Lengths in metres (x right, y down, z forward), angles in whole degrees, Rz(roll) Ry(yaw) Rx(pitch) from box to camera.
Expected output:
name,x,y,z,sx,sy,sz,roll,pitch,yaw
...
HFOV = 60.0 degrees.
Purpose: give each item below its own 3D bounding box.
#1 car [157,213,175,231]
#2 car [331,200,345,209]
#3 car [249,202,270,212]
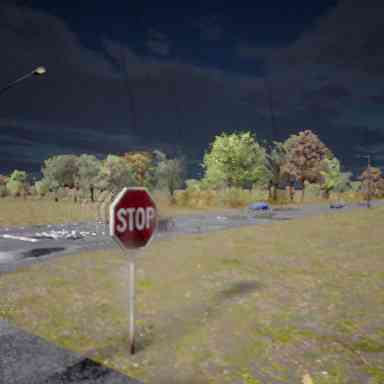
name,x,y,z,sx,sy,sz,roll,pitch,yaw
car,-3.108,1.947,22.113,1.837,1.490,4.892,0,-1,36
car,29.606,2.643,67.339,1.994,1.385,4.181,0,-1,36
car,10.814,2.352,53.302,1.882,1.535,5.008,0,0,36
